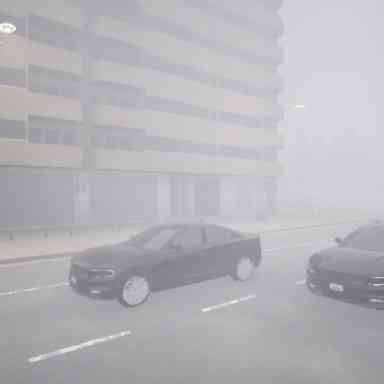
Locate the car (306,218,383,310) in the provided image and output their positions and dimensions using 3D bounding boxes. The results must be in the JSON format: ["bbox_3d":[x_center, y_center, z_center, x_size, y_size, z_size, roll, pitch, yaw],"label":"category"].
[{"bbox_3d":[4.615,1.478,7.662,5.008,1.535,1.882,0,0,-38],"label":"car"}]

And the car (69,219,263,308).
[{"bbox_3d":[-0.393,1.478,8.173,5.008,1.535,1.882,0,0,-38],"label":"car"}]
